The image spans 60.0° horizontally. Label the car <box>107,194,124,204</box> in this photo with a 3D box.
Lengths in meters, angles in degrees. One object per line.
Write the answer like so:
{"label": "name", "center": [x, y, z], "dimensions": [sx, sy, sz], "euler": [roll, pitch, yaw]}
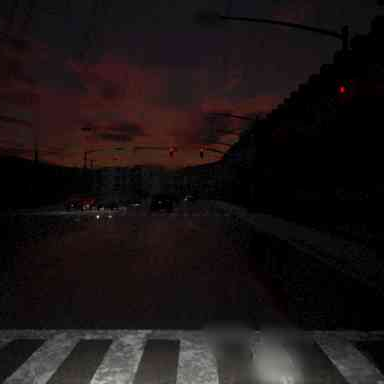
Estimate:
{"label": "car", "center": [-14.125, 1.352, 61.871], "dimensions": [2.097, 1.767, 4.553], "euler": [0, 0, 0]}

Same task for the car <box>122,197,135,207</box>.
{"label": "car", "center": [-10.631, 1.601, 51.401], "dimensions": [1.895, 1.301, 4.718], "euler": [0, 0, 0]}

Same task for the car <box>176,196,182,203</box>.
{"label": "car", "center": [-3.482, 1.505, 67.111], "dimensions": [1.837, 1.490, 4.892], "euler": [0, 0, 0]}

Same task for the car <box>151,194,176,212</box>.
{"label": "car", "center": [-3.471, 1.221, 38.852], "dimensions": [2.150, 2.045, 5.566], "euler": [0, 0, 0]}

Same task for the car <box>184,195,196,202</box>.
{"label": "car", "center": [-0.113, 1.518, 73.392], "dimensions": [2.128, 1.511, 4.902], "euler": [0, 0, -3]}

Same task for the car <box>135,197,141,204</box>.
{"label": "car", "center": [-10.625, 1.547, 61.743], "dimensions": [2.033, 1.411, 5.357], "euler": [0, 0, 0]}

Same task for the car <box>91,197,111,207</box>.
{"label": "car", "center": [-14.133, 1.505, 51.898], "dimensions": [1.837, 1.490, 4.892], "euler": [0, 0, 0]}

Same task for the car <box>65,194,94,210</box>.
{"label": "car", "center": [-14.132, 1.221, 42.089], "dimensions": [2.150, 2.045, 5.566], "euler": [0, 0, 1]}

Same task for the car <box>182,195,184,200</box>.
{"label": "car", "center": [-1.379, 1.390, 83.471], "dimensions": [2.128, 1.511, 4.902], "euler": [0, 0, -17]}

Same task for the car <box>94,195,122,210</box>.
{"label": "car", "center": [-10.628, 1.526, 42.296], "dimensions": [1.812, 1.442, 4.674], "euler": [0, 0, 0]}
